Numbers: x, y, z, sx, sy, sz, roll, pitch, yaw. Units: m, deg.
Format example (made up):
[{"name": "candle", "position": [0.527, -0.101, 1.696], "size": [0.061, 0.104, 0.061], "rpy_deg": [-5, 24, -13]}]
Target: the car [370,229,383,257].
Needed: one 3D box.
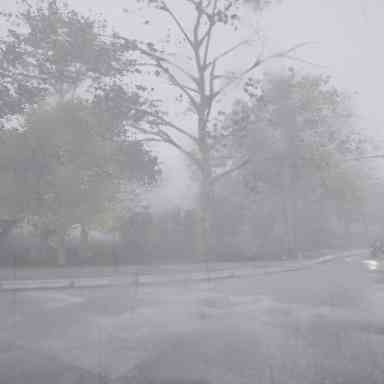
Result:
[{"name": "car", "position": [15.164, 3.810, 25.019], "size": [2.150, 2.045, 5.566], "rpy_deg": [-4, -8, 42]}]
